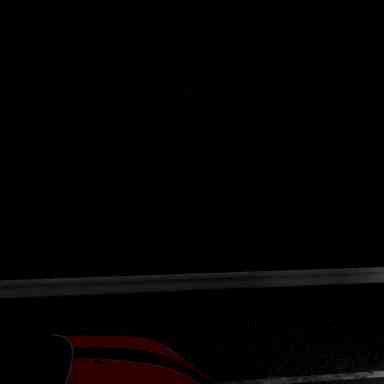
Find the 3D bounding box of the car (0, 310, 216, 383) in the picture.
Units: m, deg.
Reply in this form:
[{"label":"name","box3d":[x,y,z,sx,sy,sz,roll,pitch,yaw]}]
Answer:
[{"label":"car","box3d":[-1.852,1.352,1.664,4.553,1.767,2.097,0,0,-6]}]
